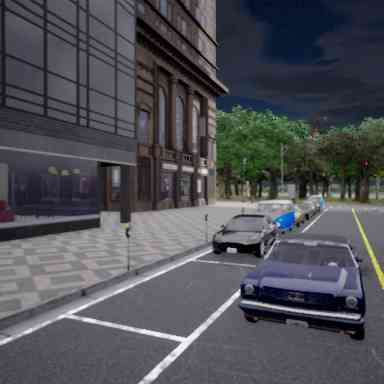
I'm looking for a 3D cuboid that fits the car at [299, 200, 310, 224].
[{"bbox_3d":[6.712,1.514,22.699,1.752,1.417,4.829,0,0,25],"label":"car"}]

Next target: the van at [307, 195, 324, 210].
[{"bbox_3d":[15.887,1.322,42.606,1.690,1.788,3.998,0,0,25],"label":"van"}]

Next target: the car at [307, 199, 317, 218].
[{"bbox_3d":[9.059,1.552,27.791,1.947,1.339,4.313,0,0,25],"label":"car"}]

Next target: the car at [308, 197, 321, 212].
[{"bbox_3d":[11.264,1.510,32.575,1.752,1.417,4.829,0,0,25],"label":"car"}]

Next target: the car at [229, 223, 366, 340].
[{"bbox_3d":[2.442,1.596,6.835,1.895,1.301,4.718,0,0,25],"label":"car"}]

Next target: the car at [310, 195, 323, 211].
[{"bbox_3d":[13.611,1.423,37.667,1.967,1.590,4.097,0,0,25],"label":"car"}]

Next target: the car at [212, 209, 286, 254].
[{"bbox_3d":[2.230,1.561,12.976,1.947,1.339,4.313,0,0,25],"label":"car"}]

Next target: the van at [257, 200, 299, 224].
[{"bbox_3d":[4.506,1.333,17.915,1.690,1.788,3.998,0,0,25],"label":"van"}]
